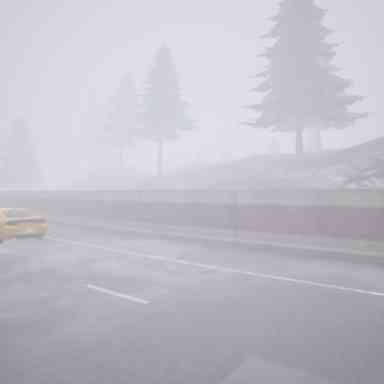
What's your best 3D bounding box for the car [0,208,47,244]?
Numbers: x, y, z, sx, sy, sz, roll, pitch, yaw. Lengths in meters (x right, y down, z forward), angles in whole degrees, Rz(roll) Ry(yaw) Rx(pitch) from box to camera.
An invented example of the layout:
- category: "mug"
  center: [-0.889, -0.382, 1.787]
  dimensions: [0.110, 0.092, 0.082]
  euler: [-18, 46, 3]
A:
- category: "car"
  center: [-8.783, 1.484, 15.913]
  dimensions: [5.008, 1.535, 1.882]
  euler: [0, 0, 42]
